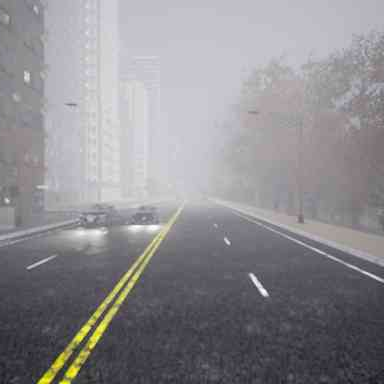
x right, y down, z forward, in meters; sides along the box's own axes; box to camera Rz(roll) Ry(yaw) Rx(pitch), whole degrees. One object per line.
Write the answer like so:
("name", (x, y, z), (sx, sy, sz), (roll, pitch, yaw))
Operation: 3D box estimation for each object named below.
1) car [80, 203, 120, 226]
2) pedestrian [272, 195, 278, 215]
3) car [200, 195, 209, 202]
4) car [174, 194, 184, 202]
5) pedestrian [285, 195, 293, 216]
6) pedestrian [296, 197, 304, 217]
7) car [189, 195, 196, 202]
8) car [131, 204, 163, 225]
("car", (-6.547, 1.555, 24.019), (2.128, 1.511, 4.902), (0, 0, 1))
("pedestrian", (7.958, 1.225, 31.485), (0.375, 1.860, 0.375), (0, 0, 0))
("car", (3.252, 1.732, 86.144), (1.837, 1.490, 4.892), (0, 0, 0))
("car", (-3.247, 1.461, 83.217), (2.150, 2.045, 5.566), (0, 0, 0))
("pedestrian", (8.938, 1.221, 30.285), (0.375, 1.860, 0.375), (0, 0, 0))
("pedestrian", (9.949, 1.389, 30.885), (0.375, 1.860, 0.375), (0, 0, 0))
("car", (0.004, 1.772, 86.144), (2.033, 1.411, 5.357), (0, 0, 0))
("car", (-3.292, 1.630, 24.864), (1.994, 1.385, 4.181), (0, 0, 0))
